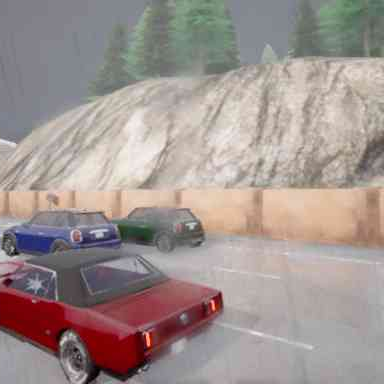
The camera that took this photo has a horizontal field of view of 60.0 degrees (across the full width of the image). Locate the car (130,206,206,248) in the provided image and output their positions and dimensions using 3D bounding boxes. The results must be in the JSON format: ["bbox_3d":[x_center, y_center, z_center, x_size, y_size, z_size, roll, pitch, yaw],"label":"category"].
[{"bbox_3d":[-1.739,1.360,13.833,4.553,1.767,2.097,0,0,36],"label":"car"}]

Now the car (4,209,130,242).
[{"bbox_3d":[-4.609,1.363,11.582,4.553,1.767,2.097,0,0,36],"label":"car"}]

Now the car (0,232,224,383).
[{"bbox_3d":[-1.958,1.605,5.372,4.718,1.301,1.895,0,0,36],"label":"car"}]
